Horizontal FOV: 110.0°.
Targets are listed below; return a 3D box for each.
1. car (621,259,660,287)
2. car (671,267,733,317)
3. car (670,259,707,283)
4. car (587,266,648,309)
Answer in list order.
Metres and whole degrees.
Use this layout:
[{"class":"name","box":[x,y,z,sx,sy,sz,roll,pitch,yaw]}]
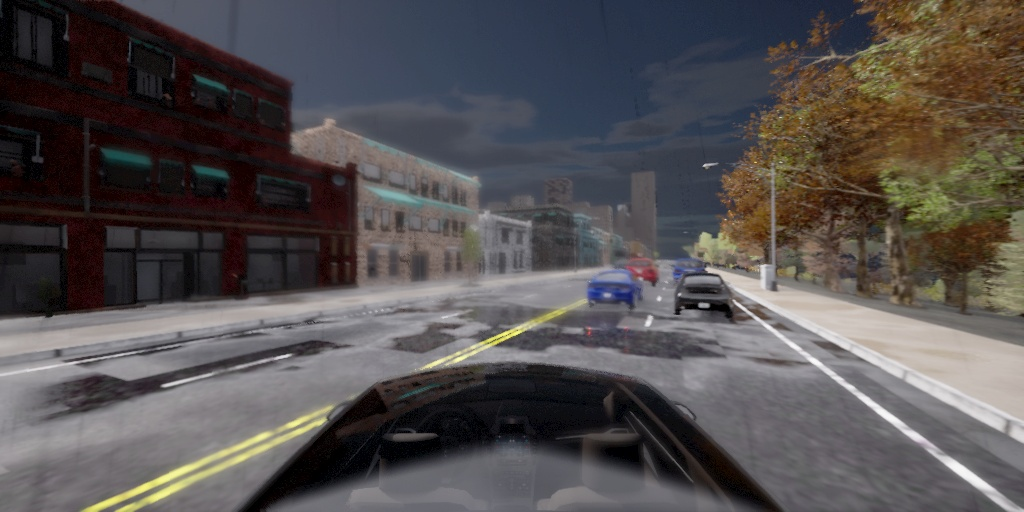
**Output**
[{"class":"car","box":[10.295,1.261,28.172,2.150,2.045,5.566,0,0,25]},{"class":"car","box":[7.369,1.388,14.047,1.837,1.490,4.892,0,0,25]},{"class":"car","box":[13.250,1.243,26.818,2.150,2.045,5.566,0,0,25]},{"class":"car","box":[4.739,1.384,16.089,1.882,1.535,5.008,0,0,25]}]
